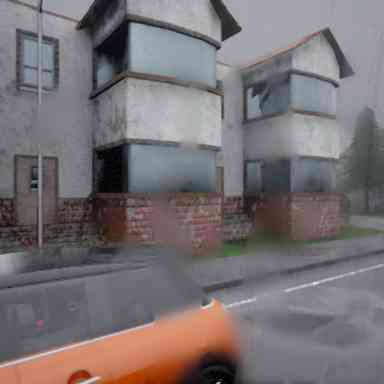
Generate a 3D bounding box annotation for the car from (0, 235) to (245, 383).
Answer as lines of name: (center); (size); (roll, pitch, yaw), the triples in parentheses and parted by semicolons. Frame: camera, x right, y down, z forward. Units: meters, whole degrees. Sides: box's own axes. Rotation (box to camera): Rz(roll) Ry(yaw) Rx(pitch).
car: (-1.757, 1.351, 2.724); (4.553, 1.767, 2.097); (0, 0, -35)
